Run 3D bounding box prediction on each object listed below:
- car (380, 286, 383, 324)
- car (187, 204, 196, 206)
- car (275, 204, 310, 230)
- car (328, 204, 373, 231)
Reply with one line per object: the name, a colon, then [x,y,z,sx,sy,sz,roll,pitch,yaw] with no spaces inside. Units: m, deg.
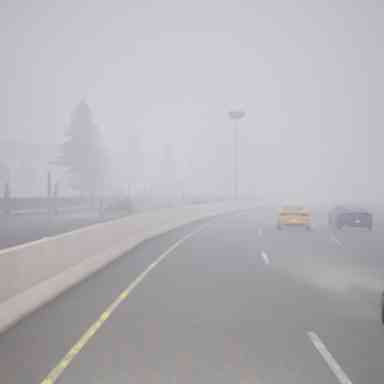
car: [3.793,1.513,3.250,2.128,1.511,4.902,0,0,2]
car: [0.729,1.474,46.647,1.994,1.385,4.181,0,0,27]
car: [6.419,1.481,21.421,1.882,1.535,5.008,0,0,14]
car: [9.968,1.508,21.254,1.882,1.535,5.008,0,0,14]
